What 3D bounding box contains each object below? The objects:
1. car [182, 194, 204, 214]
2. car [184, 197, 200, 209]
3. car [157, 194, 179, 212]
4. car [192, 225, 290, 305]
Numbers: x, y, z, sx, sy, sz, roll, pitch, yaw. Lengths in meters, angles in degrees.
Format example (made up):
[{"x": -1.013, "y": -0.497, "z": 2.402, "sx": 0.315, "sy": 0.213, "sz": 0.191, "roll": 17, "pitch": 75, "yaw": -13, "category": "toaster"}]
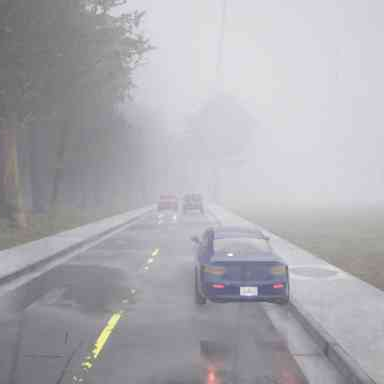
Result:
[{"x": 0.116, "y": 1.222, "z": 35.902, "sx": 2.150, "sy": 2.045, "sz": 5.566, "roll": 0, "pitch": 0, "yaw": 0, "category": "car"}, {"x": 0.087, "y": 1.493, "z": 46.478, "sx": 2.128, "sy": 1.511, "sz": 4.902, "roll": 0, "pitch": 0, "yaw": 1, "category": "car"}, {"x": -2.704, "y": 1.222, "z": 38.437, "sx": 2.150, "sy": 2.045, "sz": 5.566, "roll": 0, "pitch": 0, "yaw": 0, "category": "car"}, {"x": 0.973, "y": 1.526, "z": 7.978, "sx": 1.812, "sy": 1.442, "sz": 4.674, "roll": 0, "pitch": 0, "yaw": 0, "category": "car"}]
